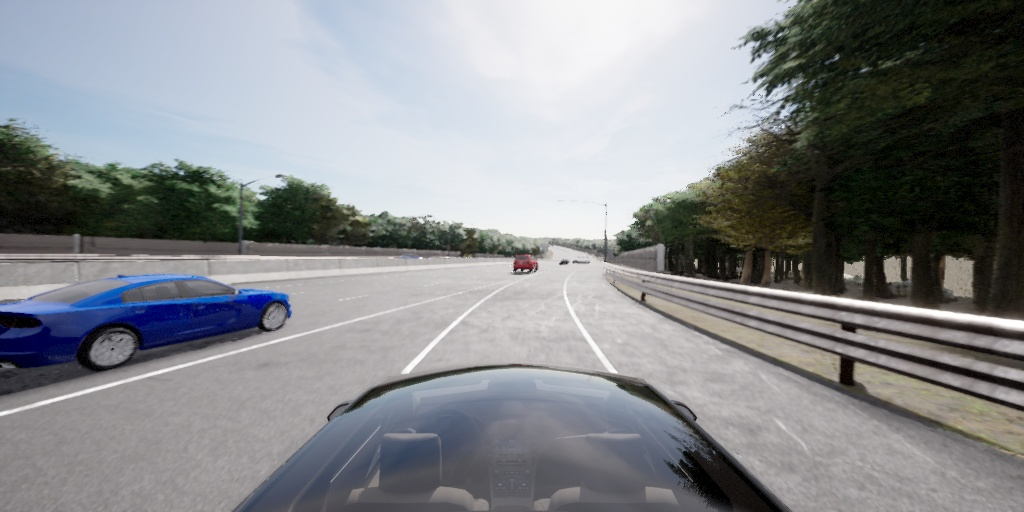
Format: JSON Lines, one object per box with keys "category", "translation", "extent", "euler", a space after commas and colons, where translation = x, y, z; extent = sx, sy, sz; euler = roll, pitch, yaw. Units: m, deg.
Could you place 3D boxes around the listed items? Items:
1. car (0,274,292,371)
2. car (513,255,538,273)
{"category": "car", "translation": [-7.191, 1.113, 7.586], "extent": [1.882, 1.535, 5.008], "euler": [1, 0, 14]}
{"category": "car", "translation": [1.663, 0.907, 42.216], "extent": [2.150, 2.045, 5.566], "euler": [1, 0, 14]}
